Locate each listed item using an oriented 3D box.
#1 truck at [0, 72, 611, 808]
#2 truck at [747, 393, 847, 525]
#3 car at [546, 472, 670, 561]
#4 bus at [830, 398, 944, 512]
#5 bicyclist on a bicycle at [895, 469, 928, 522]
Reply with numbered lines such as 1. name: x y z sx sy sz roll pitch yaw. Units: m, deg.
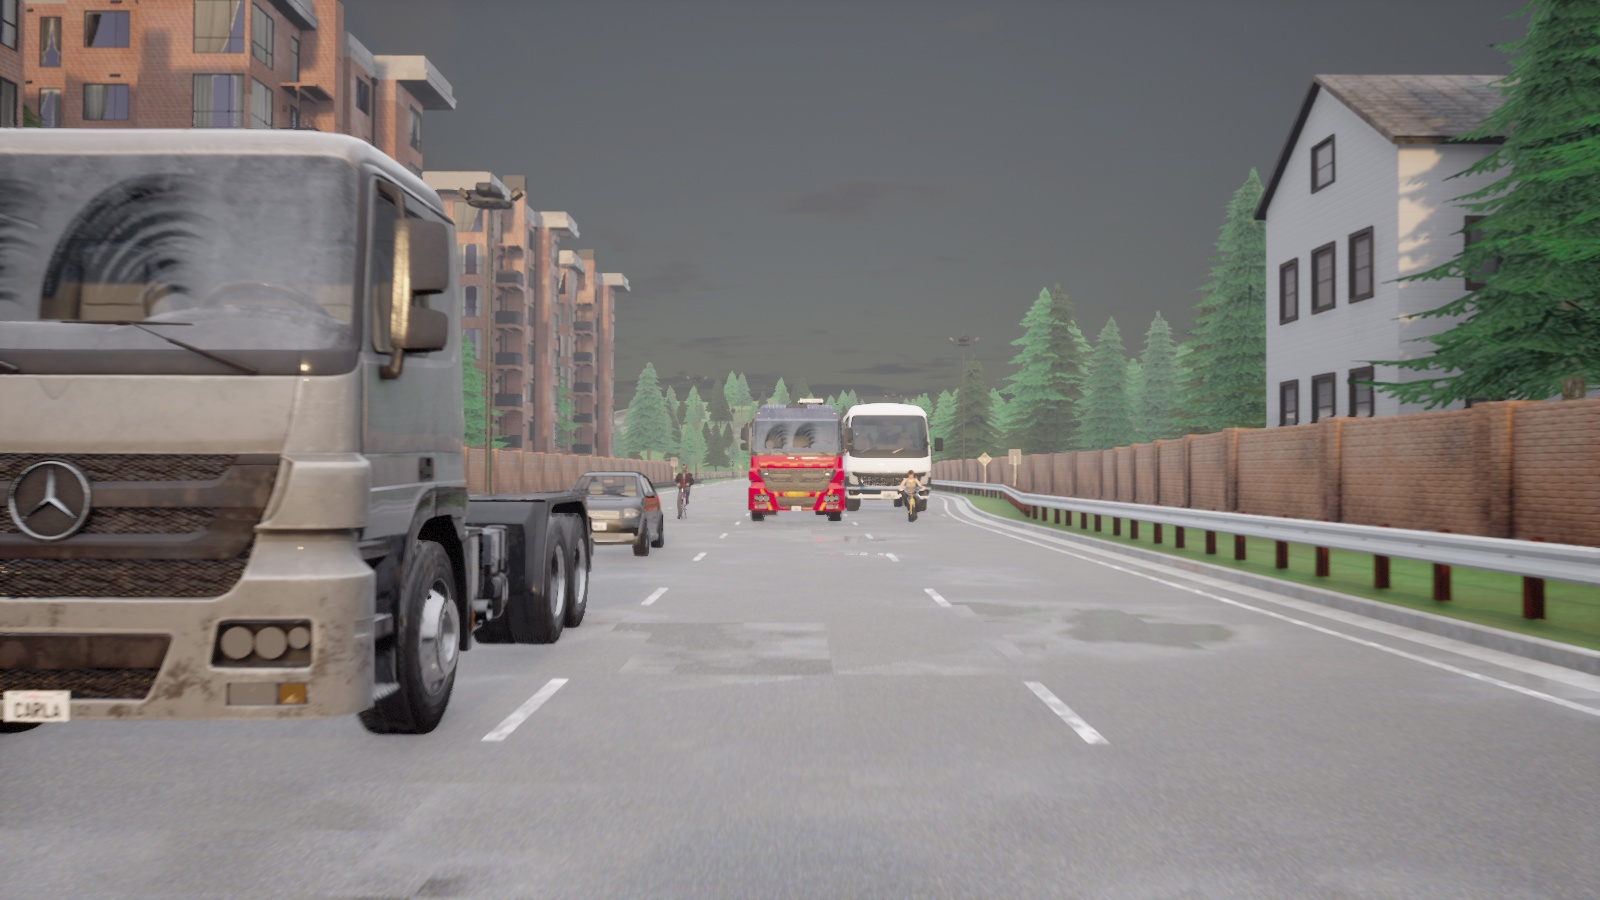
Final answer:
1. truck: -3.528 0.012 9.882 2.891 3.462 7.936 0 -1 0
2. truck: -0.104 0.334 40.880 2.891 3.827 8.468 0 -1 0
3. car: -3.558 1.207 23.881 1.789 1.549 3.705 0 -1 0
4. bus: 3.368 0.295 52.034 3.944 4.253 10.273 0 -1 0
5. bicyclist on a bicycle: 3.406 1.381 38.465 0.866 1.612 1.509 0 -1 0
